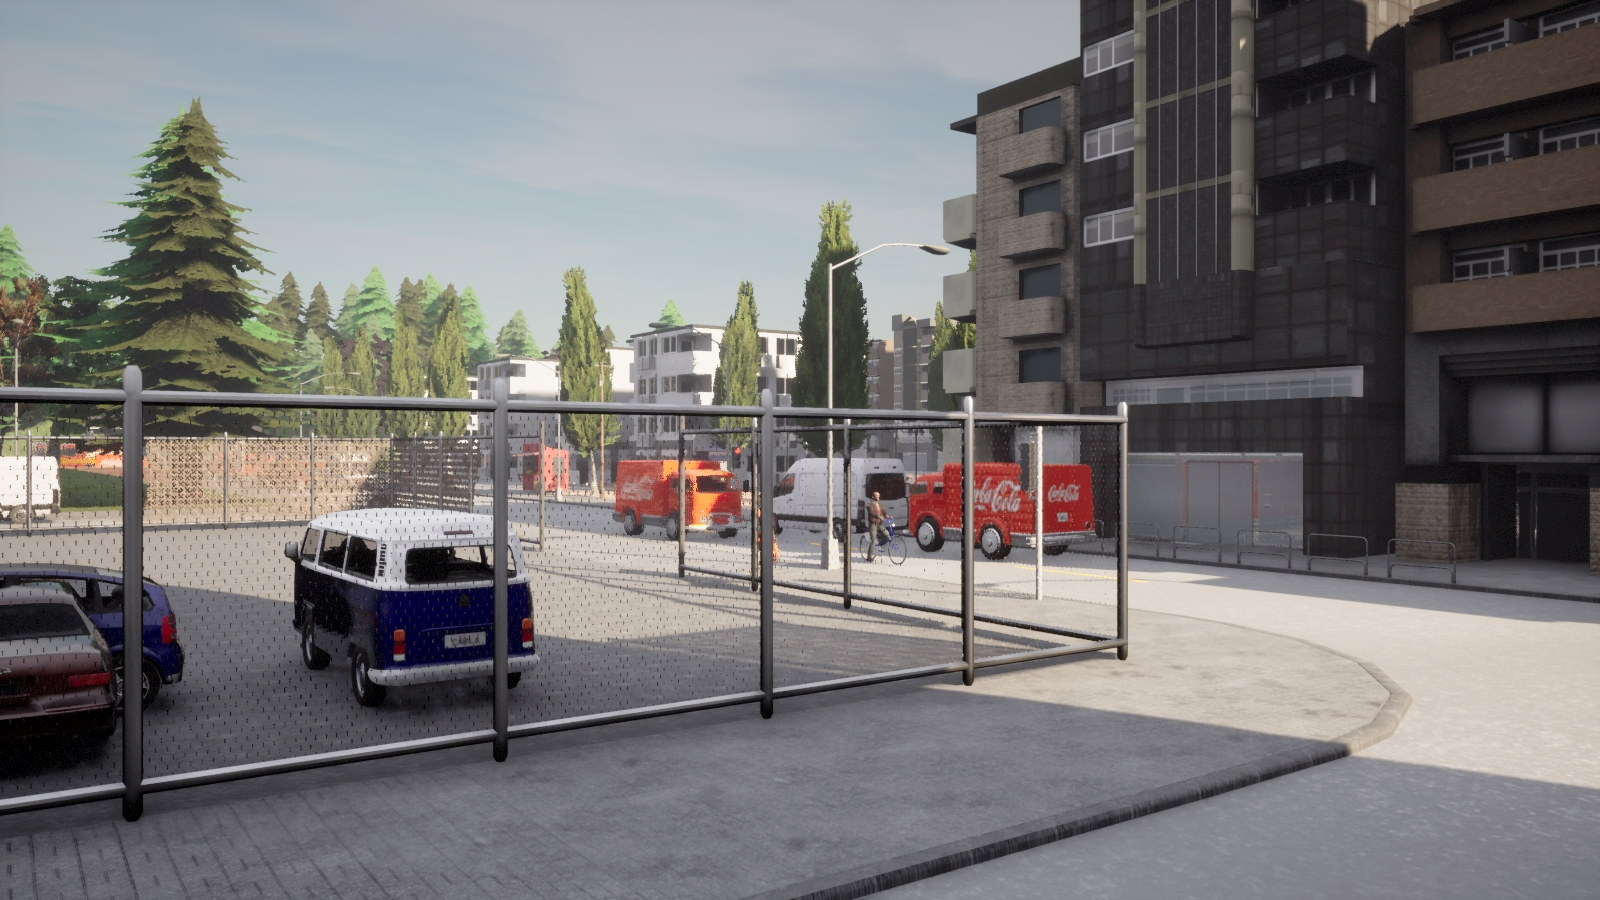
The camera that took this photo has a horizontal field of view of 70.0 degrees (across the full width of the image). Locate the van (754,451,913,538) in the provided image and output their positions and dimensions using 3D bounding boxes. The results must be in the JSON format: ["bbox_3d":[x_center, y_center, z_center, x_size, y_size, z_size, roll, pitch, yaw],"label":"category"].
[{"bbox_3d":[0.943,1.314,36.724,1.988,2.561,5.915,0,0,-35],"label":"van"}]

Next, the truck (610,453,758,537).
[{"bbox_3d":[-3.828,1.351,36.781,2.627,2.467,5.204,0,0,-34],"label":"truck"}]

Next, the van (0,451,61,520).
[{"bbox_3d":[-31.140,1.315,42.654,5.915,2.561,1.988,0,0,-34],"label":"van"}]

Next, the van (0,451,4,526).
[{"bbox_3d":[-30.384,1.314,38.452,5.915,2.561,1.988,0,0,-35],"label":"van"}]

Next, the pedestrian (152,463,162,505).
[{"bbox_3d":[-28.731,1.526,51.040,0.375,1.860,0.375,0,0,-35],"label":"pedestrian"}]

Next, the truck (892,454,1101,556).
[{"bbox_3d":[5.157,1.349,30.740,2.627,2.467,5.204,0,0,-35],"label":"truck"}]

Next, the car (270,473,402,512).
[{"bbox_3d":[-20.348,1.840,50.239,4.892,1.480,2.231,-1,0,-44],"label":"car"}]

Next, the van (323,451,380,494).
[{"bbox_3d":[-27.847,1.314,70.790,1.988,2.561,5.915,0,0,-35],"label":"van"}]
